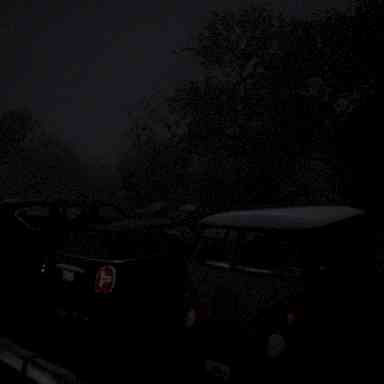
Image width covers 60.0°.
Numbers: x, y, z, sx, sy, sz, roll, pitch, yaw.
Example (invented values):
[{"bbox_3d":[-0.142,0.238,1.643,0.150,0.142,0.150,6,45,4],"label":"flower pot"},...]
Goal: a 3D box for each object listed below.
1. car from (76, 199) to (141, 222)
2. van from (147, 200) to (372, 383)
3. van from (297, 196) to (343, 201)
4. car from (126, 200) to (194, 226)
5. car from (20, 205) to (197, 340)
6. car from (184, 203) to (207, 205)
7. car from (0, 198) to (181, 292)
[{"bbox_3d":[-6.722,1.430,27.305,2.097,1.535,5.008,0,0,36],"label":"car"},{"bbox_3d":[1.548,1.232,5.198,1.878,1.987,4.442,0,0,35],"label":"van"},{"bbox_3d":[6.945,1.220,17.698,1.878,1.987,4.442,0,0,35],"label":"van"},{"bbox_3d":[-2.185,1.422,24.077,2.097,1.535,5.008,0,0,36],"label":"car"},{"bbox_3d":[-0.687,1.320,6.894,2.185,1.767,4.553,0,0,35],"label":"car"},{"bbox_3d":[0.082,1.464,22.455,2.002,1.452,4.674,0,0,36],"label":"car"},{"bbox_3d":[-2.932,1.185,8.569,2.435,2.045,5.566,0,0,35],"label":"car"}]
